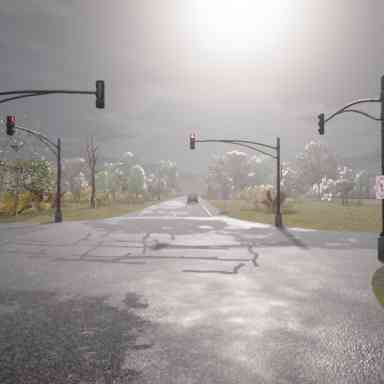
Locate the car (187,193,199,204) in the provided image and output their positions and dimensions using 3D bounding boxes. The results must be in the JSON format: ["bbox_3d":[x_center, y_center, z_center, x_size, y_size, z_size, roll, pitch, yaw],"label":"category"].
[{"bbox_3d":[0.158,1.291,67.595,2.150,2.045,5.566,0,0,0],"label":"car"}]
